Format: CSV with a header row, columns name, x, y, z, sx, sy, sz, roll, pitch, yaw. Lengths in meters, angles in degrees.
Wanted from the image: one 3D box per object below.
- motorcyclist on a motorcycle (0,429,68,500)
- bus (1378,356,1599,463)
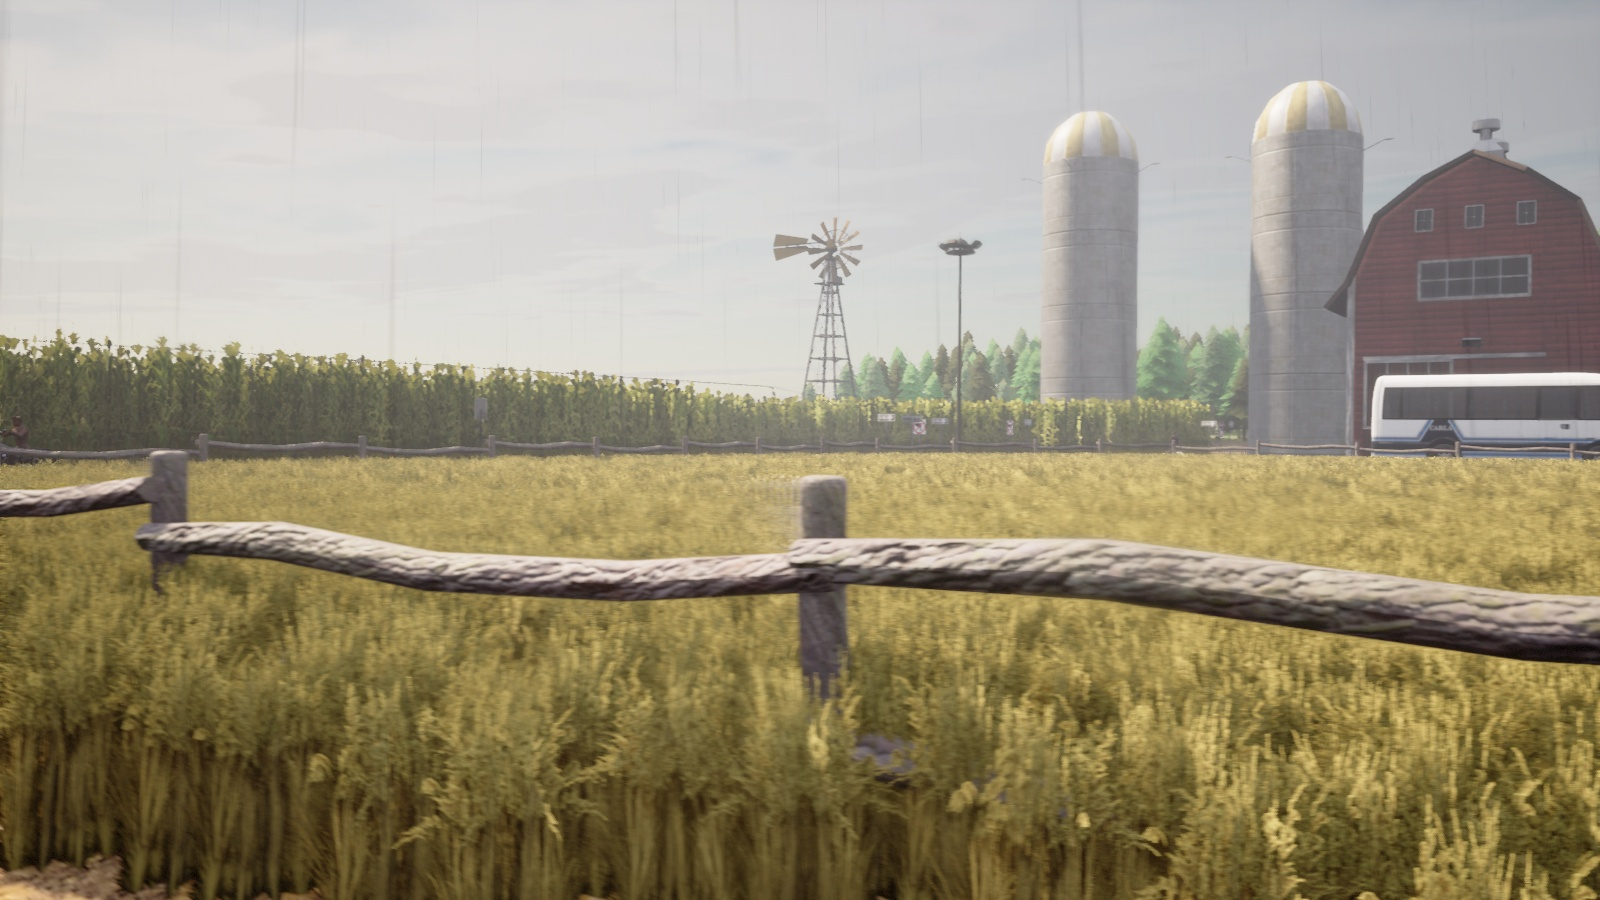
name,x,y,z,sx,sy,sz,roll,pitch,yaw
motorcyclist on a motorcycle,-18.588,0.331,29.468,0.766,1.649,2.350,0,0,34
bus,30.223,-1.634,52.916,10.273,4.253,3.944,0,1,31
